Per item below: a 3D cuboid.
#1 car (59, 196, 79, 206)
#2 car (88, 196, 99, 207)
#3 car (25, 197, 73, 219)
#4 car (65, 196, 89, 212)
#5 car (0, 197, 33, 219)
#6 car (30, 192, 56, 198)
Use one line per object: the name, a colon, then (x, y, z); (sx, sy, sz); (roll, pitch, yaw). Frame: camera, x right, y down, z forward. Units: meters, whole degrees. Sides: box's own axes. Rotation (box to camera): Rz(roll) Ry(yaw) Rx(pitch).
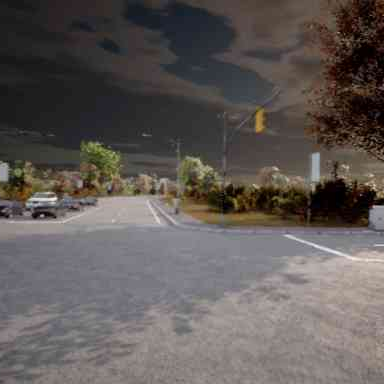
car: (-18.853, 1.347, 51.190); (1.837, 1.490, 4.892); (1, 0, -8)
car: (-15.120, 1.419, 49.912); (1.837, 1.490, 4.892); (1, 0, -8)
car: (-11.813, 1.430, 27.972); (2.033, 1.411, 5.357); (1, 0, -9)
car: (-13.204, 1.459, 37.109); (1.994, 1.385, 4.181); (1, 0, -8)
car: (-15.273, 1.356, 27.448); (2.033, 1.411, 5.357); (1, 0, -9)
car: (-16.803, 1.044, 37.523); (2.150, 2.045, 5.566); (1, 0, -9)
